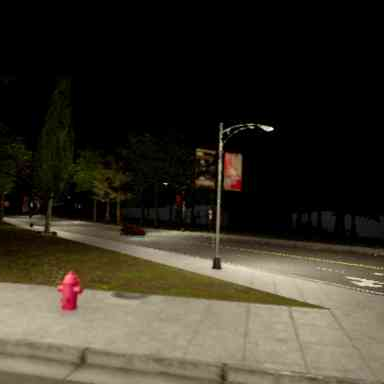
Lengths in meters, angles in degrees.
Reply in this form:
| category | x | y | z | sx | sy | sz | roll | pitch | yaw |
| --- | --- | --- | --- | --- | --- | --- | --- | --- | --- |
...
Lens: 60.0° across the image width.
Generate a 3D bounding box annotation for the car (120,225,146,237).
| category | x | y | z | sx | sy | sz | roll | pitch | yaw |
| --- | --- | --- | --- | --- | --- | --- | --- | --- | --- |
| car | -7.695 | 5.009 | 43.071 | 1.882 | 1.535 | 5.008 | 4 | -5 | -34 |
